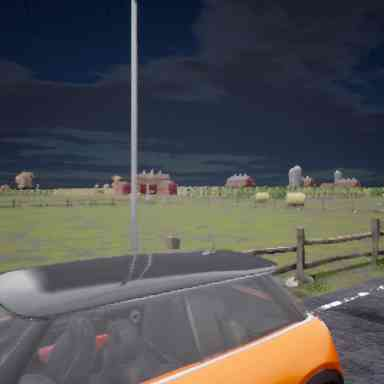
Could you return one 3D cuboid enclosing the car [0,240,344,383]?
[{"bbox_3d":[-0.946,1.352,2.397,4.553,1.767,2.097,0,0,-35],"label":"car"}]
